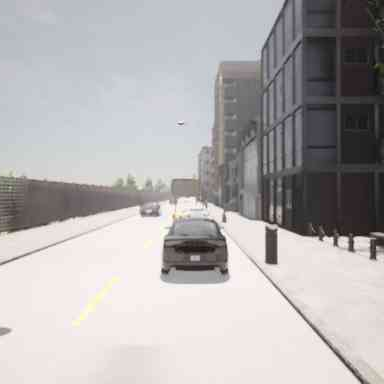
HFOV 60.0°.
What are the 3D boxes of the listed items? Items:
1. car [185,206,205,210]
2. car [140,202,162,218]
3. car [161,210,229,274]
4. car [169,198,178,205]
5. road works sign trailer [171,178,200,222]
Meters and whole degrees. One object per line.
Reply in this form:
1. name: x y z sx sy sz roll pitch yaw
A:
1. car: 0.196 1.732 23.869 1.812 1.442 4.674 -1 -2 -4
2. car: -4.156 1.763 34.173 2.128 1.511 4.902 0 0 0
3. car: 0.083 1.565 10.919 1.882 1.535 5.008 0 -1 0
4. car: -4.129 2.064 74.613 1.837 1.490 4.892 0 0 0
5. road works sign trailer: -0.525 0.682 27.419 2.380 3.560 2.880 0 0 -15
